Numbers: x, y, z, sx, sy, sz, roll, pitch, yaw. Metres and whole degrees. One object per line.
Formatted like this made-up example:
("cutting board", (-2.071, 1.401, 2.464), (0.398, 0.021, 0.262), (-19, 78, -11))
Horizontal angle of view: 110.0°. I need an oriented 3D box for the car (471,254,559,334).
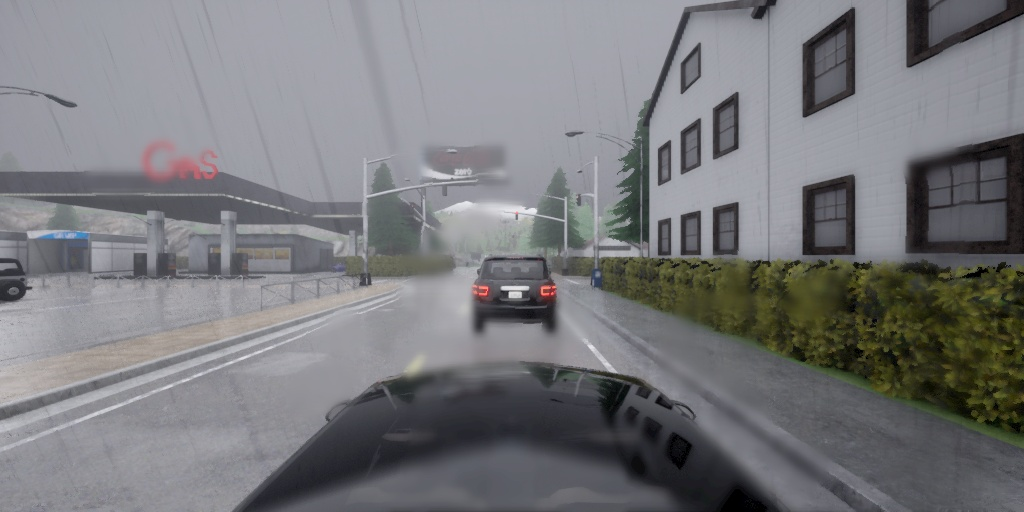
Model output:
("car", (0.084, 0.971, 10.789), (2.150, 2.045, 5.566), (0, 0, 0))
